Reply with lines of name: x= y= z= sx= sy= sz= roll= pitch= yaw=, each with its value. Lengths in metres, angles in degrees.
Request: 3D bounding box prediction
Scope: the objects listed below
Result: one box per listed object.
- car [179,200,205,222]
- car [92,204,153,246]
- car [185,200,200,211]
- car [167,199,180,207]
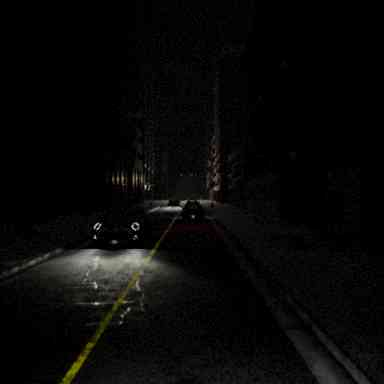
car: x=0.091 y=1.644 z=27.090 sx=1.812 sy=1.442 sz=4.674 roll=0 pitch=0 yaw=0
car: x=-3.105 y=1.420 z=15.558 sx=2.097 sy=1.767 sz=4.553 roll=0 pitch=0 yaw=0
car: x=0.086 y=1.761 z=45.163 sx=1.994 sy=1.385 sz=4.181 roll=0 pitch=0 yaw=0
car: x=-3.080 y=1.845 z=56.174 sx=1.895 sy=1.301 sz=4.718 roll=0 pitch=0 yaw=0
